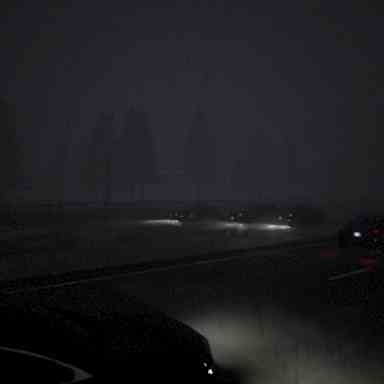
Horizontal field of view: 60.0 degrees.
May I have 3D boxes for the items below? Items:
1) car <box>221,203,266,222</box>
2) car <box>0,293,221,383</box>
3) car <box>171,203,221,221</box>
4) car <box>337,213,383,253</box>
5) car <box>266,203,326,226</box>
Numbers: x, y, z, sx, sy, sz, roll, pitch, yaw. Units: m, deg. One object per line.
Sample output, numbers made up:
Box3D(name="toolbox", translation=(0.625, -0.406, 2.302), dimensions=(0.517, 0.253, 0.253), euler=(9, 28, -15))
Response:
Box3D(name="car", translation=(5.156, 1.535, 26.020), dimensions=(5.357, 1.411, 2.033), euler=(0, 0, -35))
Box3D(name="car", translation=(-1.981, 1.504, 2.326), dimensions=(4.892, 1.490, 1.837), euler=(0, 0, -36))
Box3D(name="car", translation=(0.399, 1.554, 26.962), dimensions=(4.181, 1.385, 1.994), euler=(0, 0, -35))
Box3D(name="car", translation=(7.821, 1.554, 13.630), dimensions=(4.181, 1.385, 1.994), euler=(0, 0, -36))
Box3D(name="car", translation=(7.552, 1.551, 23.427), dimensions=(4.181, 1.385, 1.994), euler=(0, 0, -35))
